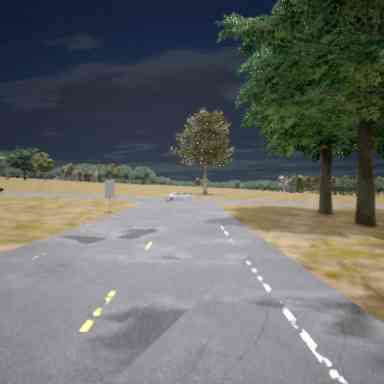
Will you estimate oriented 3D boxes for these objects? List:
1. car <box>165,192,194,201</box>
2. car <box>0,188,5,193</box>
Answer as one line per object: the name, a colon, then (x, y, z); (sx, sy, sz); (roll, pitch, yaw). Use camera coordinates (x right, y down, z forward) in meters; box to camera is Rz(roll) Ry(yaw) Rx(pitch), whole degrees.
car: (-1.942, 0.752, 53.754); (4.674, 1.442, 1.812); (1, 1, 1)
car: (-33.378, -0.499, 54.394); (4.718, 1.301, 1.895); (2, 1, 1)
